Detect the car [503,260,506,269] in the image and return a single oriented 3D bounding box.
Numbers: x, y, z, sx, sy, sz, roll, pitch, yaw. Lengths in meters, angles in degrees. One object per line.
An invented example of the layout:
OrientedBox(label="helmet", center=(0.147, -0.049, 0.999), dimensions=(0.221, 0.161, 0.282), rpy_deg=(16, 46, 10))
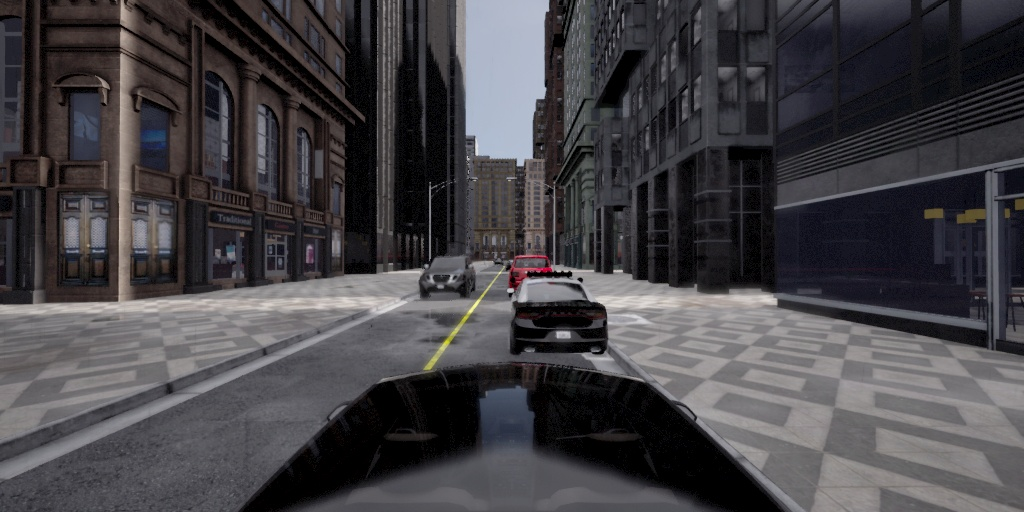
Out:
OrientedBox(label="car", center=(0.092, 1.414, 48.560), dimensions=(1.895, 1.301, 4.718), rpy_deg=(0, 0, 1))

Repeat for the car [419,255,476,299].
OrientedBox(label="car", center=(-3.087, 0.981, 18.331), dimensions=(2.150, 2.045, 5.566), rpy_deg=(0, 0, 0))

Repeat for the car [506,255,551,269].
OrientedBox(label="car", center=(0.915, 0.985, 18.778), dimensions=(2.150, 2.045, 5.566), rpy_deg=(0, 0, 0))

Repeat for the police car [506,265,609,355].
OrientedBox(label="police car", center=(0.905, 1.179, 8.856), dimensions=(1.930, 1.638, 5.238), rpy_deg=(0, 0, 0))
